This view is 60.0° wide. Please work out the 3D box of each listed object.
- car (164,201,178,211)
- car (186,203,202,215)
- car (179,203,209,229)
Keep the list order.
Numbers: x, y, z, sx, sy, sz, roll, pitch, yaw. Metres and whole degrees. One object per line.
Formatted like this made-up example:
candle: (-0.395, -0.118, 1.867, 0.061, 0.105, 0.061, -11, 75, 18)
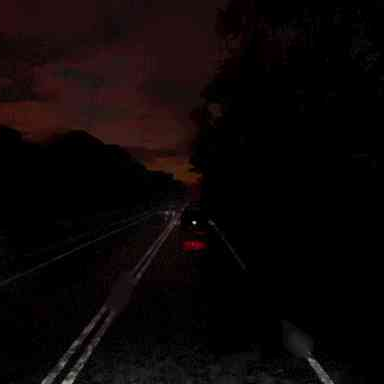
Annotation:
car: (-3.148, 2.063, 50.220, 2.128, 1.511, 4.902, 0, -1, 1)
car: (0.222, 2.084, 42.235, 1.895, 1.301, 4.718, 0, -1, 0)
car: (0.163, 1.779, 24.137, 1.837, 1.490, 4.892, 0, -1, 0)
